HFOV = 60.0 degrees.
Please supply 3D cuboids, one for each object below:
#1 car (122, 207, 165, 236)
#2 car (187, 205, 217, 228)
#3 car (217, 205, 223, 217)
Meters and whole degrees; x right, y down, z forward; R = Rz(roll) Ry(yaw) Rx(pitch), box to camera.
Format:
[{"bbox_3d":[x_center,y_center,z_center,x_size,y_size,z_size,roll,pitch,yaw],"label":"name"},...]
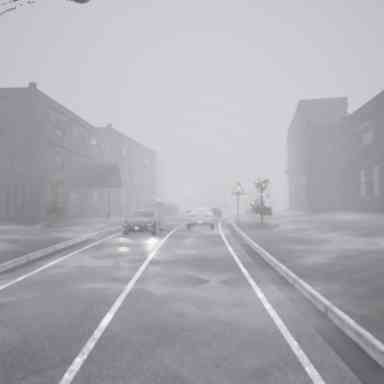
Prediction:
[{"bbox_3d":[-2.764,1.693,19.735,1.837,1.490,4.892,0,-1,3],"label":"car"},{"bbox_3d":[0.690,1.820,24.173,1.812,1.442,4.674,0,-2,4],"label":"car"},{"bbox_3d":[2.786,2.411,42.042,2.163,1.488,4.792,-1,-2,9],"label":"car"}]
